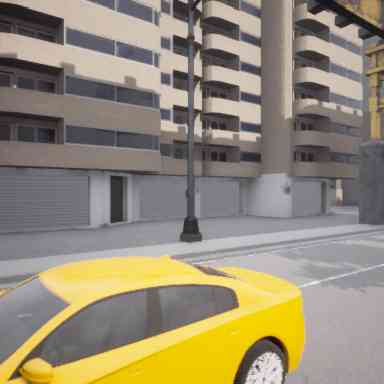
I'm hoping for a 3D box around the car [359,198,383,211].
[{"bbox_3d":[19.625,1.295,34.404,1.853,1.218,4.536,0,0,-10],"label":"car"}]

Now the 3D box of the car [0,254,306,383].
[{"bbox_3d":[-0.978,1.477,3.290,5.008,1.535,1.882,0,0,-35],"label":"car"}]
